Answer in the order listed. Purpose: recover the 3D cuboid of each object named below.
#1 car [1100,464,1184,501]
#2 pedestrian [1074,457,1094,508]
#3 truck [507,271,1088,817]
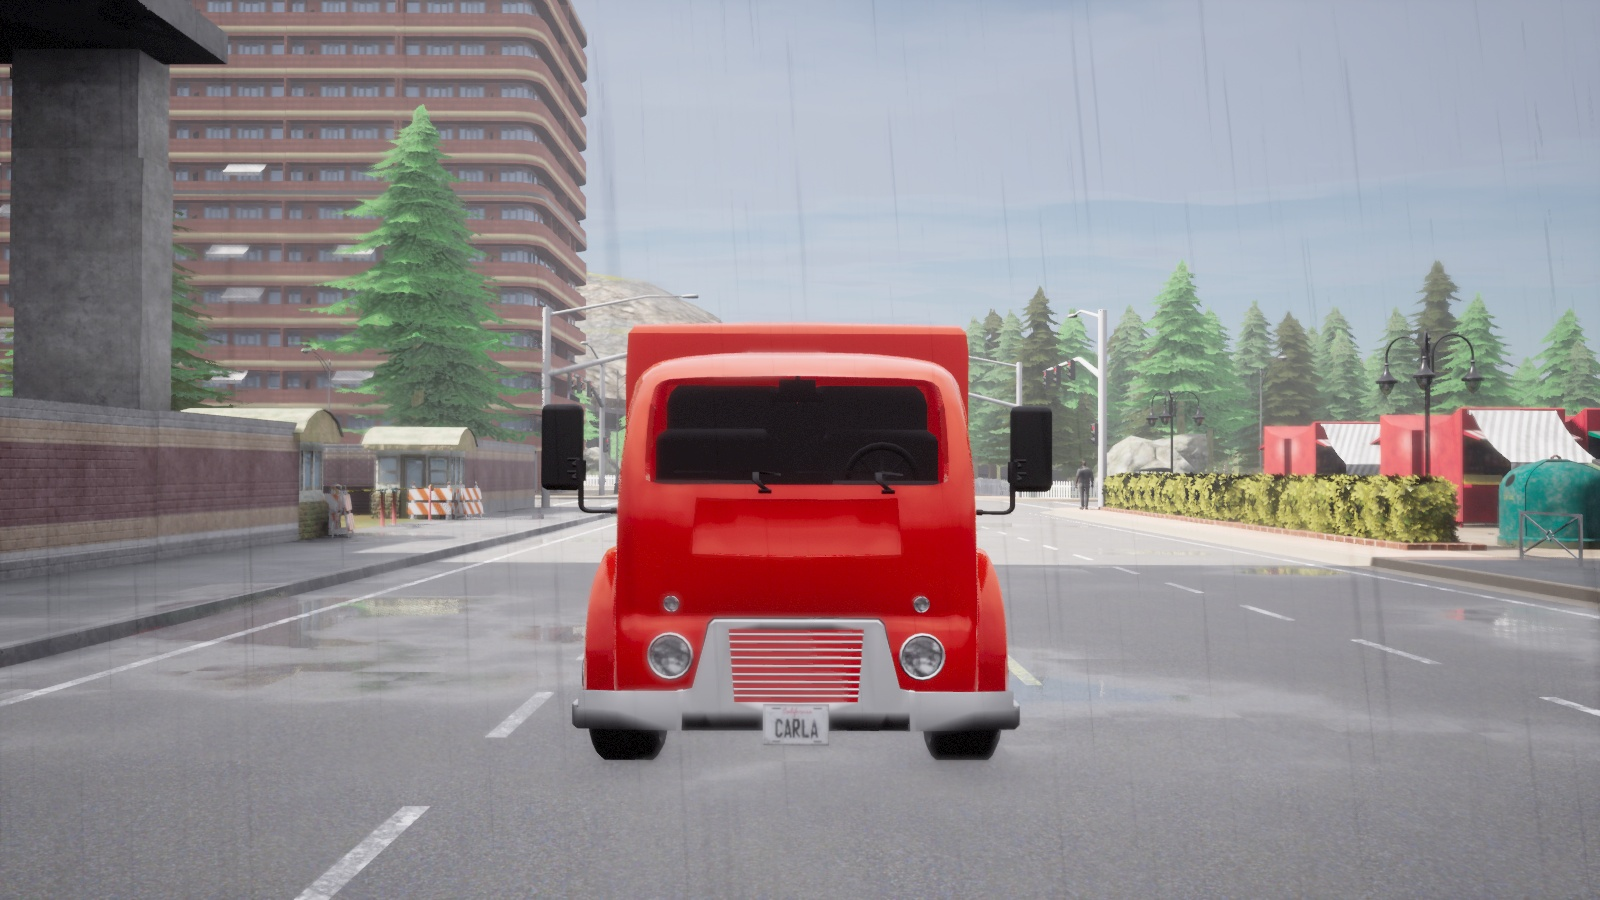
[{"bbox_3d":[17.762,1.690,65.387,3.866,1.878,1.905,0,-1,0],"label":"car"},{"bbox_3d":[10.594,1.210,46.794,0.563,1.883,0.849,0,-1,2],"label":"pedestrian"},{"bbox_3d":[-0.022,0.467,8.307,2.627,2.467,5.204,0,-1,0],"label":"truck"}]
